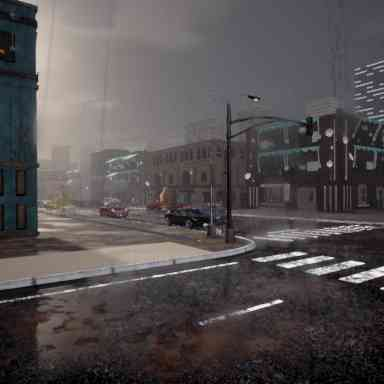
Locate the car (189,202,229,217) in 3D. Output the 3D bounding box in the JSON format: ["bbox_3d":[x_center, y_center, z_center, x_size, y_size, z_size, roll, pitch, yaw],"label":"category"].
[{"bbox_3d":[1.728,1.810,35.524,2.008,1.369,4.403,-2,0,-35],"label":"car"}]

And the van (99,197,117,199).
[{"bbox_3d":[-14.298,1.907,58.090,1.690,1.788,3.998,-1,0,-35],"label":"van"}]

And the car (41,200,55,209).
[{"bbox_3d":[-24.231,2.233,57.612,1.752,1.417,4.829,-1,0,-35],"label":"car"}]

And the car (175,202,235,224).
[{"bbox_3d":[0.998,1.785,26.565,2.033,1.411,5.357,-1,0,-35],"label":"car"}]

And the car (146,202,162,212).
[{"bbox_3d":[-4.679,1.966,44.550,1.802,1.307,4.206,-2,0,-35],"label":"car"}]

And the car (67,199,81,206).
[{"bbox_3d":[-27.110,2.364,76.144,1.947,1.339,4.313,-1,0,-35],"label":"car"}]

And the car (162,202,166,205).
[{"bbox_3d":[-1.476,1.904,40.037,1.802,1.307,4.206,-2,0,-35],"label":"car"}]

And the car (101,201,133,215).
[{"bbox_3d":[-9.336,1.932,41.137,2.128,1.511,4.902,-1,0,-35],"label":"car"}]

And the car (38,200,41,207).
[{"bbox_3d":[-30.738,2.376,66.778,2.008,1.369,4.403,-1,0,-35],"label":"car"}]

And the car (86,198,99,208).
[{"bbox_3d":[-17.503,1.940,62.603,2.192,1.841,5.009,-1,0,-35],"label":"car"}]

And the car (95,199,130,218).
[{"bbox_3d":[-8.311,1.846,35.184,1.967,1.590,4.097,-1,0,-35],"label":"car"}]

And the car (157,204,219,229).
[{"bbox_3d":[-0.374,1.815,23.799,1.947,1.339,4.313,-1,0,-35],"label":"car"}]

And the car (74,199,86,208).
[{"bbox_3d":[-20.440,2.192,62.288,1.812,1.442,4.674,-1,0,-35],"label":"car"}]

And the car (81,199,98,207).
[{"bbox_3d":[-20.702,2.228,67.117,1.887,1.381,4.507,-1,0,-35],"label":"car"}]
